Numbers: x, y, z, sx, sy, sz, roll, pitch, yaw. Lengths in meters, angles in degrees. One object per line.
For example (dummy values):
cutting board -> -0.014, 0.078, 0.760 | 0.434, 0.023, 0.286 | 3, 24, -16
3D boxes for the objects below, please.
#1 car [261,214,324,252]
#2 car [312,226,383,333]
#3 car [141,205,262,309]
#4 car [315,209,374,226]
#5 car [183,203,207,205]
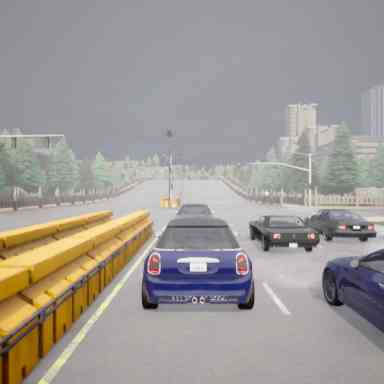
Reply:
car -> 3.624, 1.598, 13.984 | 1.895, 1.301, 4.718 | 0, 0, 1
car -> 3.613, 1.525, 5.044 | 1.812, 1.442, 4.674 | 0, 0, 0
car -> 0.115, 1.350, 8.013 | 2.097, 1.767, 4.553 | 0, 0, 0
car -> 7.108, 1.544, 16.559 | 2.033, 1.411, 5.357 | 0, 0, 4
car -> 0.133, 1.348, 16.948 | 2.097, 1.767, 4.553 | 0, 0, 0
